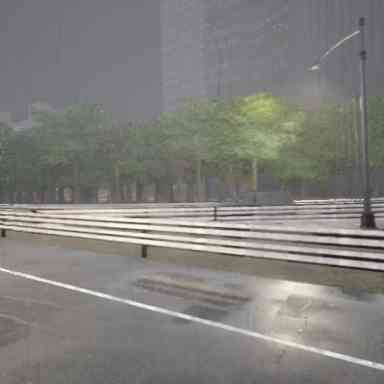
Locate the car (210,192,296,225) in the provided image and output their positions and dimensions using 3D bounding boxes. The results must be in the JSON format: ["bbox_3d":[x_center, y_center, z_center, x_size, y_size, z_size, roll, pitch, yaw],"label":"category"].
[{"bbox_3d":[3.960,1.042,21.942,5.566,2.045,2.150,-2,0,7],"label":"car"}]
